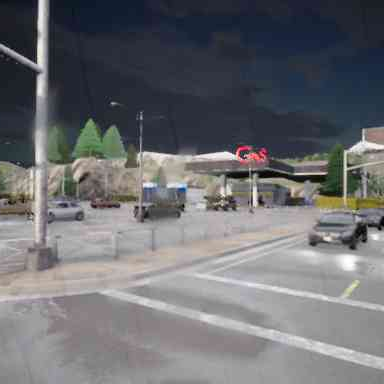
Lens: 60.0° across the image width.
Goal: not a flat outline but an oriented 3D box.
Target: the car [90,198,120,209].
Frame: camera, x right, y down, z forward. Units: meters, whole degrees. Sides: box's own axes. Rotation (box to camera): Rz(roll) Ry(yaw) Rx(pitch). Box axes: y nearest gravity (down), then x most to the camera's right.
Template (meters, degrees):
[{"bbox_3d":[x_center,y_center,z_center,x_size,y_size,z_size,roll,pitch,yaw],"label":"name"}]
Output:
[{"bbox_3d":[-12.497,1.679,48.070,2.007,1.523,4.514,0,-1,35],"label":"car"}]

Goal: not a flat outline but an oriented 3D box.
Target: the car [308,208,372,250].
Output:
[{"bbox_3d":[6.796,1.660,15.281,1.812,1.442,4.674,0,-1,35],"label":"car"}]

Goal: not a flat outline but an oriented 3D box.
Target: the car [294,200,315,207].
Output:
[{"bbox_3d":[24.629,2.466,72.160,4.611,1.667,2.242,0,-1,35],"label":"car"}]

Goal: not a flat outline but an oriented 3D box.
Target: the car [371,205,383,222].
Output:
[{"bbox_3d":[18.224,1.991,31.218,1.895,1.301,4.718,0,-1,36],"label":"car"}]

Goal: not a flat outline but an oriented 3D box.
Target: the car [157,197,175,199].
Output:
[{"bbox_3d":[-2.757,1.522,40.271,1.932,1.855,4.605,0,-1,35],"label":"car"}]

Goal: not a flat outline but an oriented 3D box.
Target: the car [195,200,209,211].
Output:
[{"bbox_3d":[2.124,1.896,47.200,1.970,1.475,3.806,0,-1,35],"label":"car"}]

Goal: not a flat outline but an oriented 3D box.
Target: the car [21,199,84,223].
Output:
[{"bbox_3d":[-9.975,1.449,24.469,1.970,1.475,3.806,0,-1,35],"label":"car"}]

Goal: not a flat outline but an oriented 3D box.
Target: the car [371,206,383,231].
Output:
[{"bbox_3d":[12.400,1.808,23.141,2.033,1.411,5.357,0,-1,36],"label":"car"}]

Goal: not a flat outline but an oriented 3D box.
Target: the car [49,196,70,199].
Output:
[{"bbox_3d":[-20.615,1.659,53.897,1.845,1.501,3.633,0,-1,35],"label":"car"}]

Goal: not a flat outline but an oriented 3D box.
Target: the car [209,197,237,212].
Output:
[{"bbox_3d":[4.482,1.618,44.777,1.905,1.878,3.866,0,-1,35],"label":"car"}]

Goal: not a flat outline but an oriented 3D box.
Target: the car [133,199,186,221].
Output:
[{"bbox_3d":[-2.906,1.622,28.089,2.007,1.523,4.514,0,-1,35],"label":"car"}]

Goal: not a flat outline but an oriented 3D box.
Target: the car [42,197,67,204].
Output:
[{"bbox_3d":[-28.406,1.715,68.792,2.007,1.523,4.514,0,-1,35],"label":"car"}]

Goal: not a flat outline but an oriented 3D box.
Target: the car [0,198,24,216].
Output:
[{"bbox_3d":[-15.391,1.339,27.926,2.152,1.636,5.027,0,-1,35],"label":"car"}]
